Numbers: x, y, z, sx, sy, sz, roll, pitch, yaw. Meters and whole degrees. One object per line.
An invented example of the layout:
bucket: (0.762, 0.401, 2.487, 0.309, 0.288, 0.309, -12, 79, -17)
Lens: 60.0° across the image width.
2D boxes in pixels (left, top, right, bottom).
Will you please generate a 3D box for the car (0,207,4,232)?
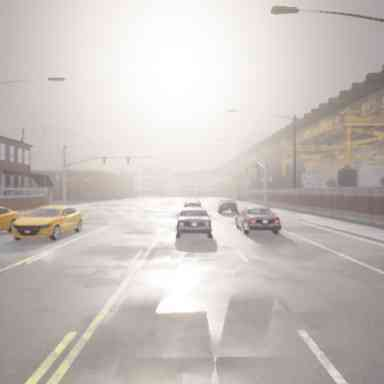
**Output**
car: (-10.582, 1.440, 16.642, 1.882, 1.535, 5.008, 0, 0, 0)

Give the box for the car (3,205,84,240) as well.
car: (-7.078, 1.439, 16.860, 1.882, 1.535, 5.008, 0, 0, 1)

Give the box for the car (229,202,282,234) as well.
car: (3.594, 1.503, 18.836, 2.033, 1.411, 5.357, 0, 0, 0)

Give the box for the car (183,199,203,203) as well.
car: (0.084, 1.411, 34.312, 2.128, 1.511, 4.902, 0, 0, 0)

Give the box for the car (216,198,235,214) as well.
car: (3.590, 1.425, 34.118, 1.837, 1.490, 4.892, 0, 0, 0)

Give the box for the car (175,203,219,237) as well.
car: (0.095, 1.506, 17.634, 2.033, 1.411, 5.357, 0, 0, 0)
